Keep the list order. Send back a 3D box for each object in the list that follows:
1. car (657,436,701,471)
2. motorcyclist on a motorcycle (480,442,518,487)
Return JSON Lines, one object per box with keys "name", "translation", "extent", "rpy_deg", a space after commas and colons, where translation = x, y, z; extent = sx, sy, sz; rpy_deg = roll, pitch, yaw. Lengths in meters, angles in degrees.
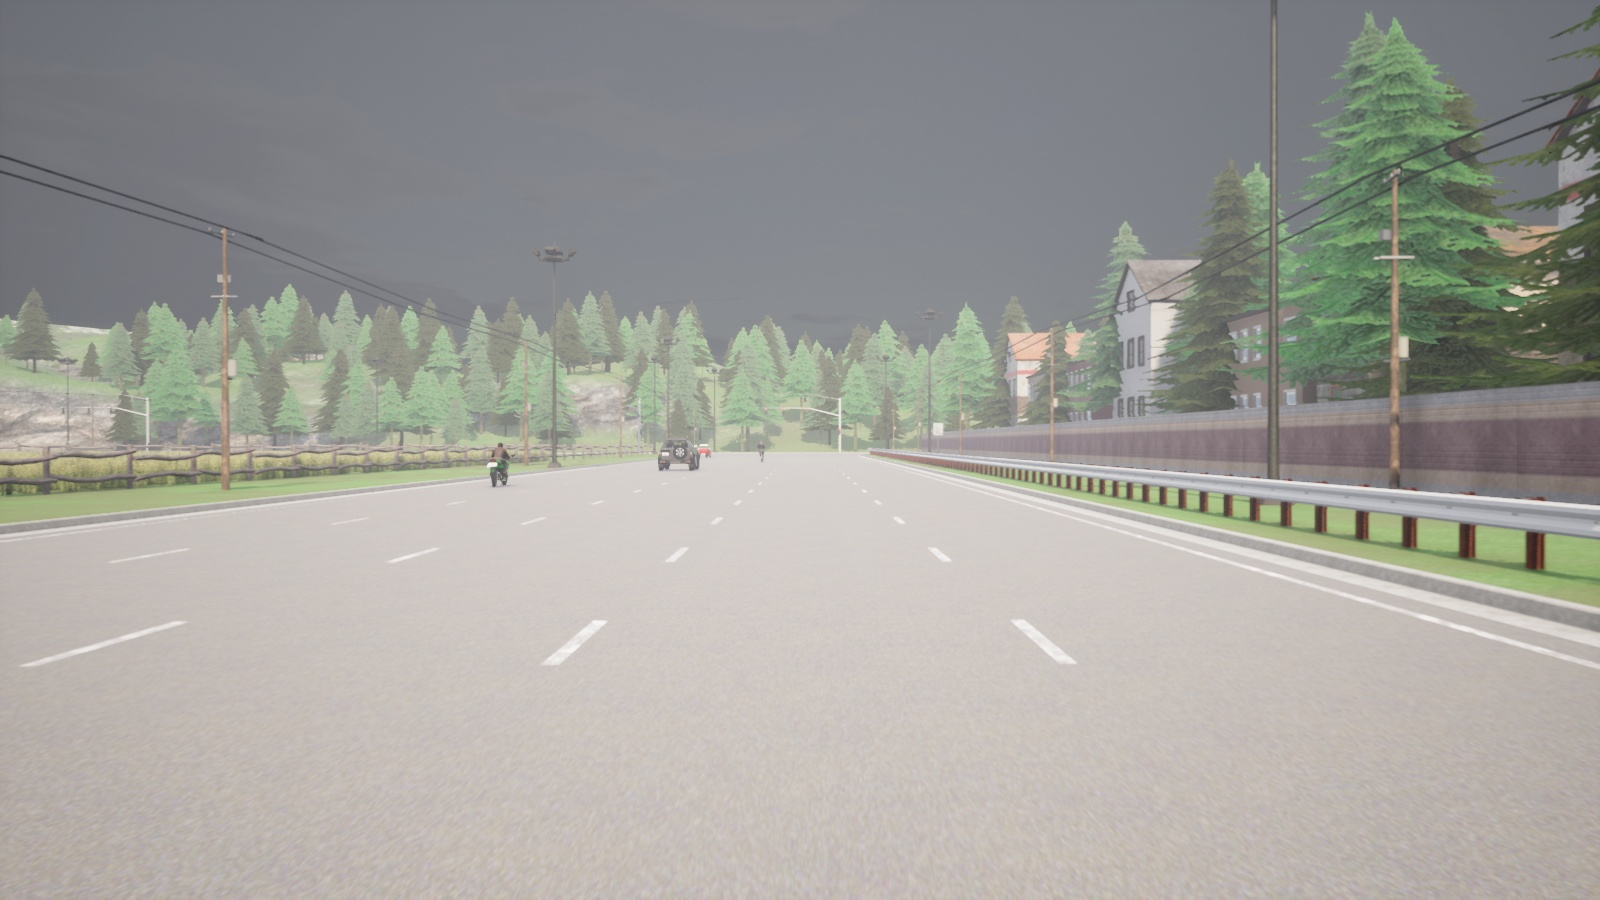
{"name": "car", "translation": [-6.593, 0.171, 68.635], "extent": [1.932, 1.855, 4.605], "rpy_deg": [0, 0, 0]}
{"name": "motorcyclist on a motorcycle", "translation": [-10.240, 0.479, 42.825], "extent": [0.797, 1.523, 2.044], "rpy_deg": [0, 0, 0]}
